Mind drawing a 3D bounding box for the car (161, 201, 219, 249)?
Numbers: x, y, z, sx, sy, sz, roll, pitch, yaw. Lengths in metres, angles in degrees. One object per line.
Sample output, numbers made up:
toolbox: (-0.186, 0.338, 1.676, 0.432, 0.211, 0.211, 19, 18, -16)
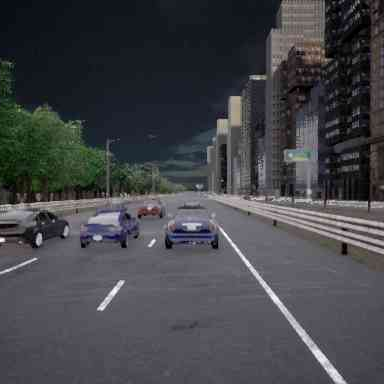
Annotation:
car: (-0.001, 1.366, 14.620, 2.097, 1.767, 4.553, 0, 0, 0)

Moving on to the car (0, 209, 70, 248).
car: (-7.000, 1.516, 14.650, 1.837, 1.490, 4.892, 0, 0, 0)

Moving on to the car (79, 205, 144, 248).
car: (-3.501, 1.533, 14.650, 1.812, 1.442, 4.674, 0, 0, 0)

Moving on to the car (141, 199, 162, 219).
car: (-3.501, 1.382, 29.622, 2.097, 1.767, 4.553, 0, 0, 0)

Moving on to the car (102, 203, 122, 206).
car: (-7.001, 1.632, 29.681, 1.895, 1.301, 4.718, 0, 0, 0)

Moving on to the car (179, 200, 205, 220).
car: (-0.001, 1.511, 29.652, 2.128, 1.511, 4.902, 0, 0, 0)
